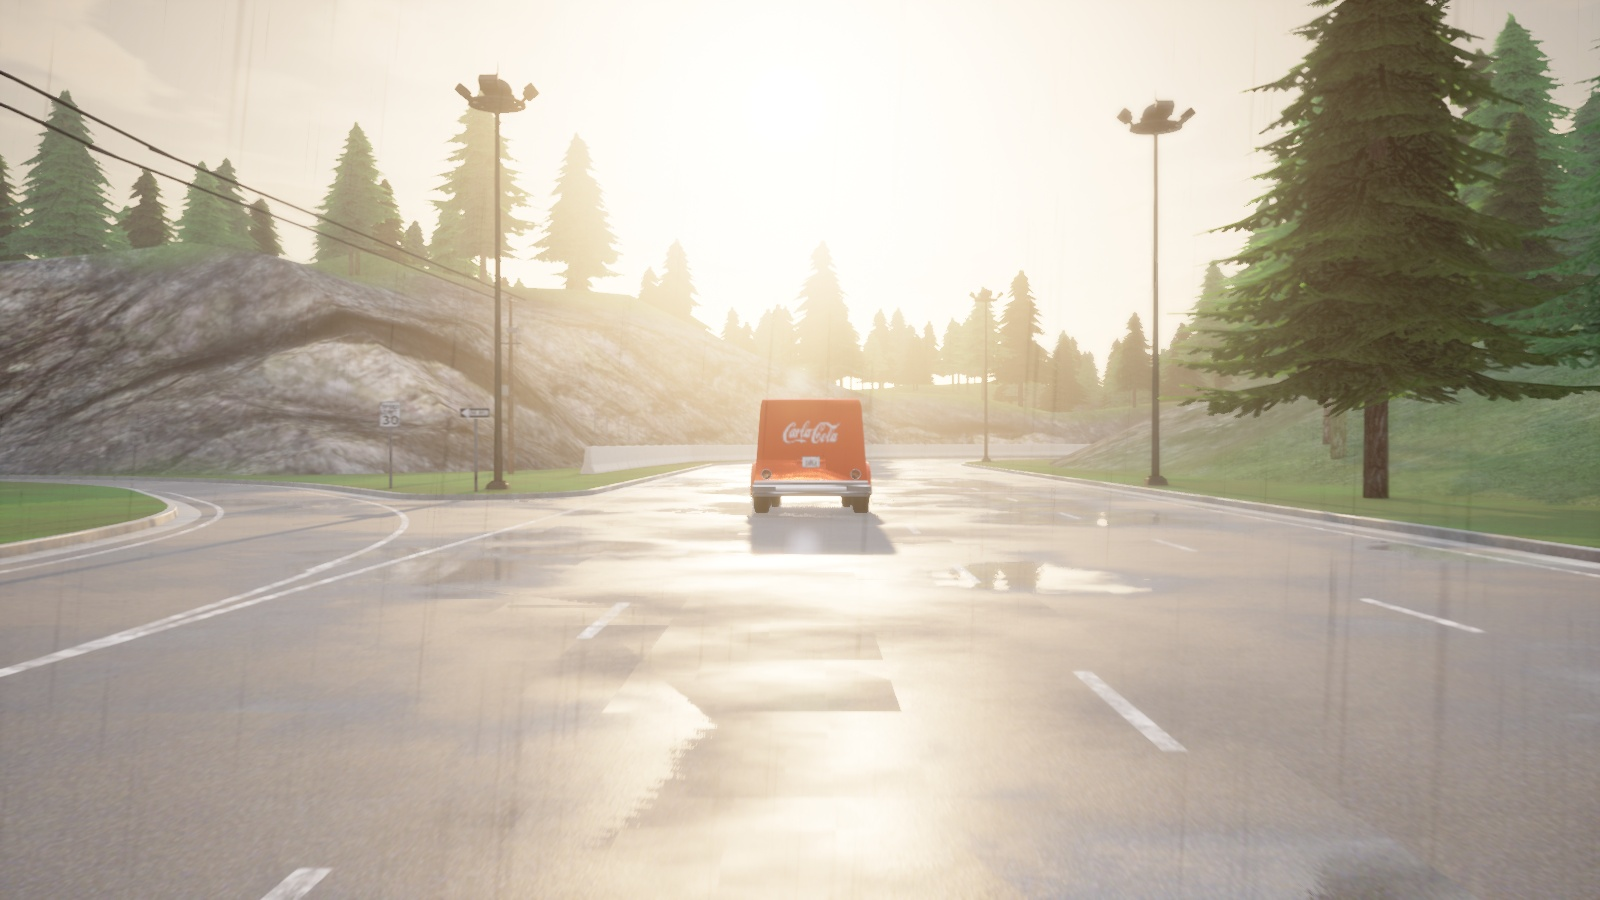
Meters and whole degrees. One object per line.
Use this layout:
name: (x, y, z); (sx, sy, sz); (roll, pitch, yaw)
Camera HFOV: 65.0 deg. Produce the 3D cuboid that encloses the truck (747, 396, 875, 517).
truck: (0.246, 0.102, 28.303); (2.627, 2.467, 5.204); (0, 1, 0)
